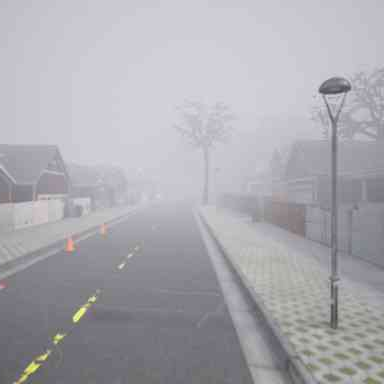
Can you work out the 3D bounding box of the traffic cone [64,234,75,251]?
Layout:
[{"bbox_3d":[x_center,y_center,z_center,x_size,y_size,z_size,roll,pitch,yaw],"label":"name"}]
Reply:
[{"bbox_3d":[-4.649,1.905,12.650,0.340,0.580,0.340,0,0,-1],"label":"traffic cone"}]

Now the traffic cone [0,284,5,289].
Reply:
[{"bbox_3d":[-4.548,1.928,7.658,0.340,0.580,0.340,0,0,-1],"label":"traffic cone"}]
